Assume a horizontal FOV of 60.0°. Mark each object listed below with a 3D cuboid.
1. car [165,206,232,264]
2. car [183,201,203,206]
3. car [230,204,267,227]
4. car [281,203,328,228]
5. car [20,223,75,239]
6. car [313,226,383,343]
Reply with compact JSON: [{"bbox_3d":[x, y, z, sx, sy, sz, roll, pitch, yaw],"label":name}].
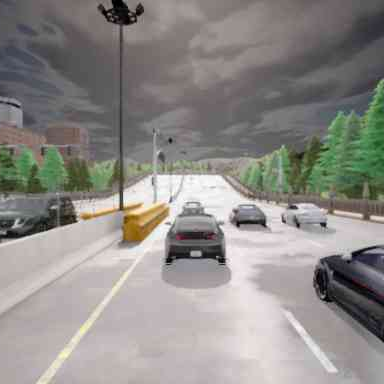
[{"bbox_3d":[0.103,1.456,11.554,1.837,1.490,4.892,0,0,0],"label":"car"},{"bbox_3d":[0.077,1.441,25.880,2.033,1.411,5.357,0,0,-1],"label":"car"},{"bbox_3d":[3.605,1.474,21.943,1.994,1.385,4.181,0,0,0],"label":"car"},{"bbox_3d":[7.104,1.439,21.370,1.812,1.442,4.674,0,0,0],"label":"car"},{"bbox_3d":[-7.089,1.159,15.239,2.150,2.045,5.566,0,0,0],"label":"car"},{"bbox_3d":[3.601,1.541,5.514,1.994,1.385,4.181,0,0,0],"label":"car"}]
